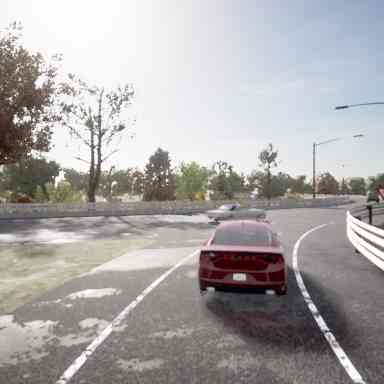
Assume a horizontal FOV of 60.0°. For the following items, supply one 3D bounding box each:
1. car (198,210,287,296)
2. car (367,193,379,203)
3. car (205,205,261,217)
[{"bbox_3d":[1.401,1.483,8.842,1.882,1.535,5.008,0,0,11],"label":"car"},{"bbox_3d":[38.905,1.267,71.508,2.150,2.045,5.566,0,0,28],"label":"car"},{"bbox_3d":[3.463,1.615,25.411,4.718,1.301,1.895,0,0,-31],"label":"car"}]
